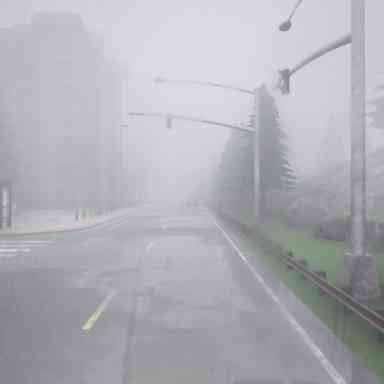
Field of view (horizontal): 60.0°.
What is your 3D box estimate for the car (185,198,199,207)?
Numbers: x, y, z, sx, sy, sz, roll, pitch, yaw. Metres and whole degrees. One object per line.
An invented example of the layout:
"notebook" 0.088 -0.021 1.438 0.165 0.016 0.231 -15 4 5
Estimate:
"car" 0.019 1.540 50.591 1.994 1.385 4.181 0 0 0
